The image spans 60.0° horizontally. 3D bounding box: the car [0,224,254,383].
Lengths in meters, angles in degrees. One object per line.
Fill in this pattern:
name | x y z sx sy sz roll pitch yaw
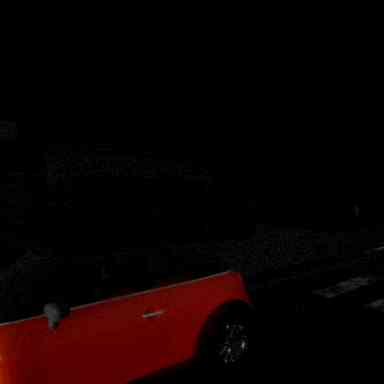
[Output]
car | -1.420 1.360 3.989 4.553 1.767 2.097 0 0 -36
